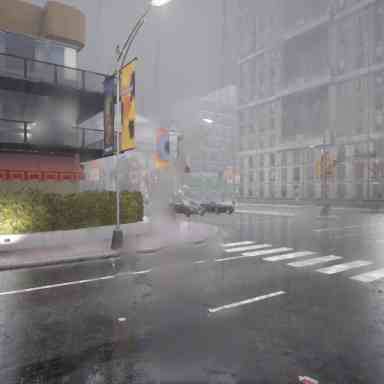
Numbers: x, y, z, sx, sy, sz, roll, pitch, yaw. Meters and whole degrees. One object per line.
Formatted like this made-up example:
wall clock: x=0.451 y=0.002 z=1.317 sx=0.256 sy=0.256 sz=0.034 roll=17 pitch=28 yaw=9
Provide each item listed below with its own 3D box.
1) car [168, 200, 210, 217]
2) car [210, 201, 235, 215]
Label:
car: x=-0.624 y=1.526 z=32.087 sx=1.812 sy=1.442 sz=4.674 roll=0 pitch=0 yaw=-35
car: x=2.227 y=1.601 z=34.117 sx=1.895 sy=1.301 sz=4.718 roll=0 pitch=0 yaw=-35
